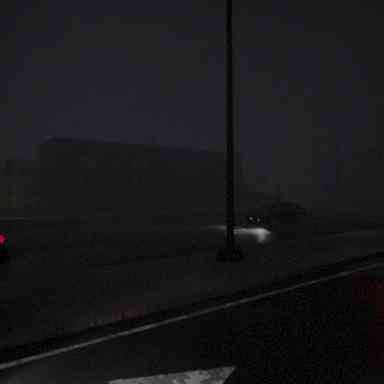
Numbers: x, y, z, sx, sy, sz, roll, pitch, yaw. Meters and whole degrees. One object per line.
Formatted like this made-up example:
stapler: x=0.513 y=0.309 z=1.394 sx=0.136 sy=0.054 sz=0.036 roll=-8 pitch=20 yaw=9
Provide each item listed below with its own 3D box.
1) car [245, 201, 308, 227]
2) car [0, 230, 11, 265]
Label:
car: x=5.638 y=1.401 z=22.021 sx=4.892 sy=1.490 sz=1.837 roll=0 pitch=0 yaw=-35
car: x=-7.329 y=1.359 z=8.585 sx=4.553 sy=1.767 sz=2.097 roll=0 pitch=0 yaw=-35
